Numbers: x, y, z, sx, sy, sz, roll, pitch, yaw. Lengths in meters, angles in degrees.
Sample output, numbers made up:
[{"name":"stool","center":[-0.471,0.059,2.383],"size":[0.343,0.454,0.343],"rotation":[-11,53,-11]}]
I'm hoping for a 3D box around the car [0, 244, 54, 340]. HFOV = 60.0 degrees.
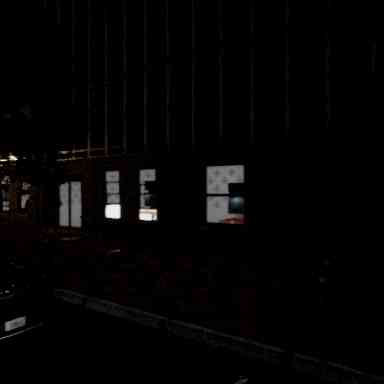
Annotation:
[{"name":"car","center":[-4.169,1.536,5.715],"size":[4.403,1.369,2.008],"rotation":[0,0,34]}]
